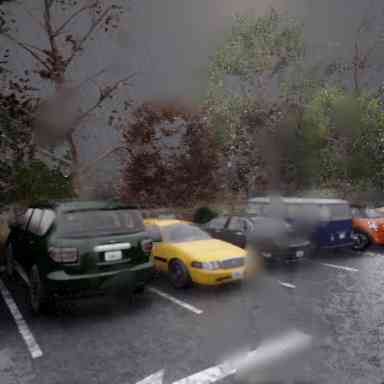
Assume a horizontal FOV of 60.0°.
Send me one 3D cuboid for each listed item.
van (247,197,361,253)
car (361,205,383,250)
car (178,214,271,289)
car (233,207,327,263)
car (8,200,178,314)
[{"bbox_3d":[3.773,1.218,12.910,1.878,1.987,4.442,0,0,-36],"label":"van"},{"bbox_3d":[6.113,1.314,14.401,2.185,1.767,4.553,0,0,-36],"label":"car"},{"bbox_3d":[-0.555,1.451,9.443,1.946,1.575,5.366,0,0,-36],"label":"car"},{"bbox_3d":[1.592,1.449,11.198,2.231,1.521,4.892,0,0,-36],"label":"car"},{"bbox_3d":[-2.932,1.213,8.005,2.435,2.045,5.566,-1,0,-36],"label":"car"}]
